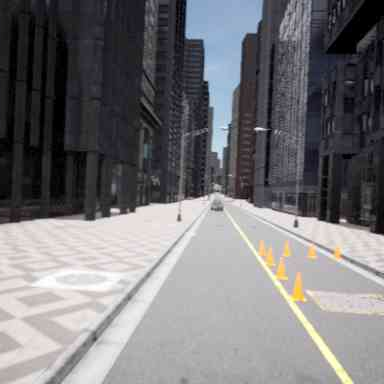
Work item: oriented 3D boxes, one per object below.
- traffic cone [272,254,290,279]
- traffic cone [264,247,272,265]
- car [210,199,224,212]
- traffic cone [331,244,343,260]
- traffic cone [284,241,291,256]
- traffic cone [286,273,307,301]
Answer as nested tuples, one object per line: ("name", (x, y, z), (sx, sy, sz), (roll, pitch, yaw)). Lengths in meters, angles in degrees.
("traffic cone", (2.592, 2.197, 9.670), (0.340, 0.580, 0.340), (3, -1, 4))
("traffic cone", (2.736, 2.228, 11.665), (0.340, 0.580, 0.340), (3, -1, 4))
("car", (4.120, 2.207, 54.561), (2.097, 1.767, 4.553), (3, -1, 4))
("traffic cone", (5.870, 2.401, 13.442), (0.340, 0.580, 0.340), (3, -1, 4))
("traffic cone", (3.875, 2.306, 13.587), (0.340, 0.580, 0.340), (3, -1, 4))
("traffic cone", (2.449, 2.166, 7.675), (0.340, 0.580, 0.340), (3, -1, 4))
